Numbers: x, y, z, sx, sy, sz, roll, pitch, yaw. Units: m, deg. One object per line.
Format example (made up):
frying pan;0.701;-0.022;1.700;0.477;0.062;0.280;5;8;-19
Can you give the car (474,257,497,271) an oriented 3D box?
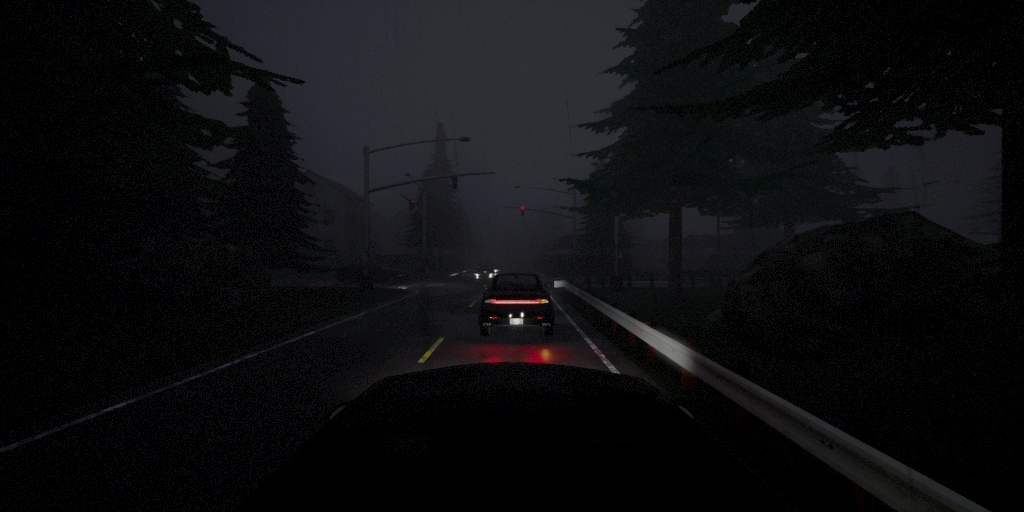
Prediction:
car;-3.224;1.227;44.079;1.882;1.535;5.008;0;0;1

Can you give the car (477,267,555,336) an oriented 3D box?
car;0.134;1.242;10.395;2.128;1.511;4.902;0;0;1

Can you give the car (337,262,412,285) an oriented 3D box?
car;-9.570;1.212;25.062;5.008;1.535;1.882;0;0;3

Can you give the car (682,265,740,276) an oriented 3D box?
car;15.549;1.335;28.461;4.718;1.301;1.895;0;0;1
